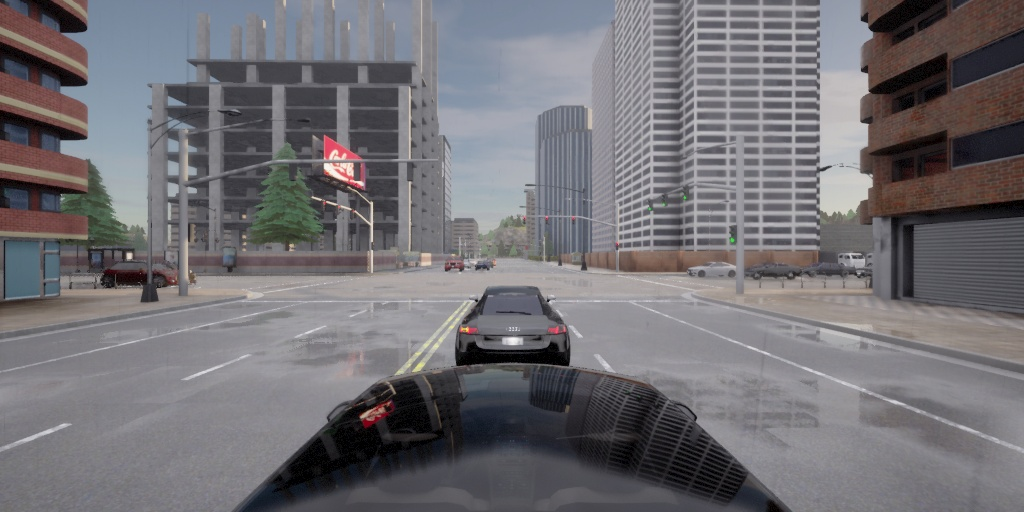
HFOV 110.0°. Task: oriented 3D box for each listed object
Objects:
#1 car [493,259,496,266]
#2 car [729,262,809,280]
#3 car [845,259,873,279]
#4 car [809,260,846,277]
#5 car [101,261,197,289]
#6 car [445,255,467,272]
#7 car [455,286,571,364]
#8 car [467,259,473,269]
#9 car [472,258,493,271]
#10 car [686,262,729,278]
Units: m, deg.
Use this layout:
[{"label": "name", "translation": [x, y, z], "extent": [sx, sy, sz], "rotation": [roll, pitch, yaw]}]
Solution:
[{"label": "car", "translation": [-4.135, 1.314, 59.971], "extent": [1.994, 1.385, 4.181], "rotation": [0, 0, 0]}, {"label": "car", "translation": [21.847, 1.241, 30.615], "extent": [4.902, 1.511, 2.128], "rotation": [0, 0, -1]}, {"label": "car", "translation": [32.221, 1.242, 30.755], "extent": [4.902, 1.511, 2.128], "rotation": [0, 0, -1]}, {"label": "car", "translation": [29.664, 1.297, 34.226], "extent": [5.357, 1.411, 2.033], "rotation": [0, 0, -1]}, {"label": "car", "translation": [-22.861, 1.102, 22.746], "extent": [4.553, 1.767, 2.097], "rotation": [0, 0, -1]}, {"label": "car", "translation": [-7.568, 0.971, 47.595], "extent": [2.150, 2.045, 5.566], "rotation": [0, 0, -4]}, {"label": "car", "translation": [0.010, 1.314, 7.664], "extent": [1.994, 1.385, 4.181], "rotation": [0, 0, 0]}, {"label": "car", "translation": [-7.617, 1.276, 57.272], "extent": [1.812, 1.442, 4.674], "rotation": [0, 0, 0]}, {"label": "car", "translation": [-4.058, 1.351, 50.046], "extent": [1.895, 1.301, 4.718], "rotation": [0, 0, -1]}, {"label": "car", "translation": [19.082, 1.276, 34.055], "extent": [4.674, 1.442, 1.812], "rotation": [0, 0, -1]}]
